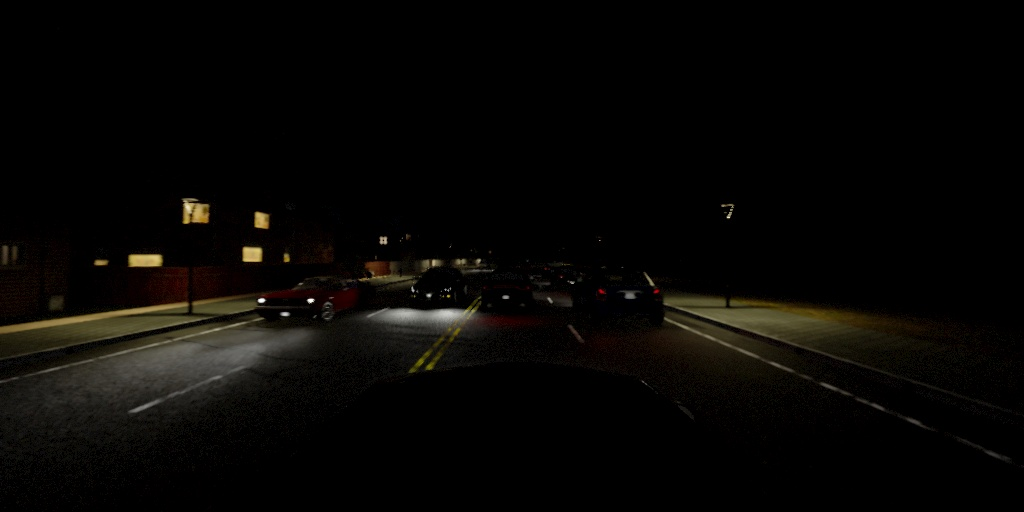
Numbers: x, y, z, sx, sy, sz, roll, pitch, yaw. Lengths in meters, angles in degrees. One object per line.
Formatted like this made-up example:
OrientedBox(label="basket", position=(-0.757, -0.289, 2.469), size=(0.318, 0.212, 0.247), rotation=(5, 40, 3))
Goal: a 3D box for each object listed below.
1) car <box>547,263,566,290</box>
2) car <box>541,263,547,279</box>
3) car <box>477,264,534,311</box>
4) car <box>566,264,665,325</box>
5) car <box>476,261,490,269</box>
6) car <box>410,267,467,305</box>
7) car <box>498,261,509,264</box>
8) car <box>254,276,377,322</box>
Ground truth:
OrientedBox(label="car", position=(3.509, 1.342, 23.082), size=(1.812, 1.442, 4.674), rotation=(0, 0, 1))
OrientedBox(label="car", position=(3.839, 1.356, 34.051), size=(2.163, 1.488, 4.792), rotation=(0, 0, 2))
OrientedBox(label="car", position=(-0.115, 1.266, 14.811), size=(1.882, 1.535, 5.008), rotation=(0, 0, 2))
OrientedBox(label="car", position=(3.310, 1.135, 12.110), size=(2.097, 1.767, 4.553), rotation=(0, 0, 1))
OrientedBox(label="car", position=(-4.667, 1.475, 59.294), size=(1.812, 1.442, 4.674), rotation=(0, 0, 4))
OrientedBox(label="car", position=(-3.206, 1.297, 16.453), size=(1.837, 1.490, 4.892), rotation=(0, 0, 1))
OrientedBox(label="car", position=(-1.408, 1.544, 59.315), size=(2.033, 1.411, 5.357), rotation=(0, 0, 4))
OrientedBox(label="car", position=(-6.519, 1.379, 12.537), size=(1.895, 1.301, 4.718), rotation=(0, 0, 1))
